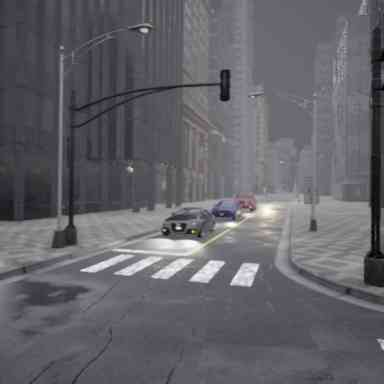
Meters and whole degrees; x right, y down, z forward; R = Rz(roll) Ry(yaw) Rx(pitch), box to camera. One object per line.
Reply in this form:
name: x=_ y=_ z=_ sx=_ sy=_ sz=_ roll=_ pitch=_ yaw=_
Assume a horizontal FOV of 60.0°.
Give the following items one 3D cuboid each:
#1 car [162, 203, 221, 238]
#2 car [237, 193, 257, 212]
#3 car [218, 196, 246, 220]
car: x=-0.050 y=1.517 z=17.587 sx=1.994 sy=1.385 sz=4.181 roll=1 pitch=0 yaw=17
car: x=6.078 y=1.120 z=37.772 sx=2.150 sy=2.045 sz=5.566 roll=1 pitch=0 yaw=17
car: x=2.970 y=1.403 z=27.552 sx=1.882 sy=1.535 sz=5.008 roll=1 pitch=0 yaw=16
